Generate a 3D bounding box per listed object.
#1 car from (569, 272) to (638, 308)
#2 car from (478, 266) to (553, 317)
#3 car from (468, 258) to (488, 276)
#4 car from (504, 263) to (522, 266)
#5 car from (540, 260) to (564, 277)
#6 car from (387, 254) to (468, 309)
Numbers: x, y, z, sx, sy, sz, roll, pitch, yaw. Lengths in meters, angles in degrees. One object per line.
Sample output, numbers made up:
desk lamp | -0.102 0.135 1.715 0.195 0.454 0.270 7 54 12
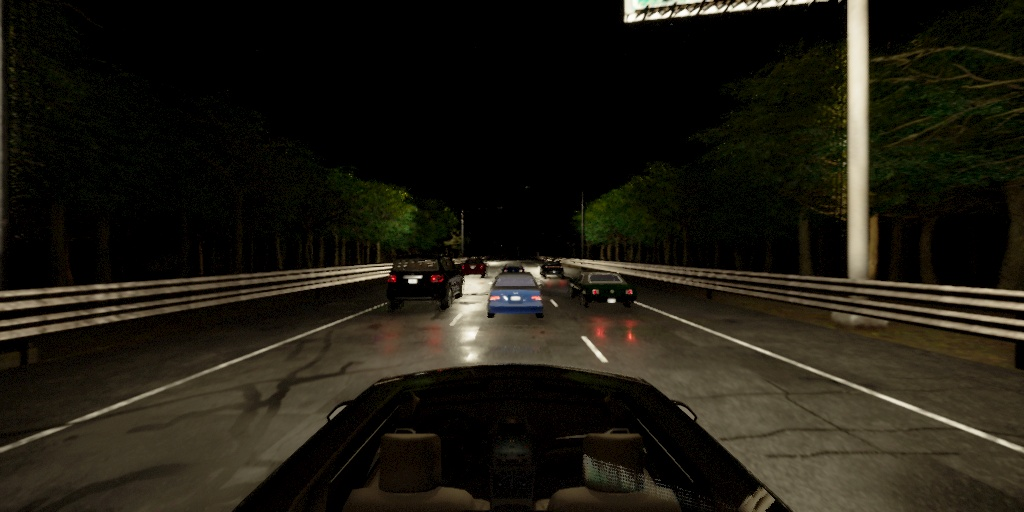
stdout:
car | 3.607 1.327 15.174 1.895 1.301 4.718 0 0 0
car | 0.106 1.279 13.016 2.033 1.411 5.357 0 0 0
car | -3.384 1.002 32.835 2.097 1.767 4.553 0 0 0
car | 0.112 1.257 31.763 1.895 1.301 4.718 0 0 0
car | 3.616 1.141 33.075 2.128 1.511 4.902 0 0 0
car | -3.393 0.948 14.940 2.150 2.045 5.566 0 0 0
